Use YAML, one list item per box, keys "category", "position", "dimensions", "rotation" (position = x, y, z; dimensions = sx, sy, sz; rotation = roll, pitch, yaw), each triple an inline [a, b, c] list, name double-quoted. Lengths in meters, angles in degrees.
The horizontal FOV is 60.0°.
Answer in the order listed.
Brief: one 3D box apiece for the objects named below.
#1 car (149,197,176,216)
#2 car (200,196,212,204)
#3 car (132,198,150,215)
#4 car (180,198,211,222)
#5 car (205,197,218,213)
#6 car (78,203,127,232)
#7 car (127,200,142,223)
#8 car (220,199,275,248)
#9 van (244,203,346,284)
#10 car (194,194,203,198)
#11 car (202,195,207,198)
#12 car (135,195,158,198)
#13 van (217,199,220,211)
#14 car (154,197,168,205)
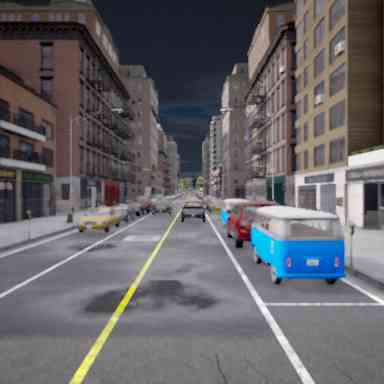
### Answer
- category: "car"
  position: [-2.841, 1.493, 32.757]
  dimensions: [1.837, 1.490, 4.892]
  rotation: [0, 0, 0]
- category: "car"
  position: [2.647, 1.528, 63.325]
  dimensions: [2.008, 1.369, 4.403]
  rotation: [0, 0, 0]
- category: "car"
  position: [-5.393, 1.555, 30.887]
  dimensions: [1.947, 1.339, 4.313]
  rotation: [0, 0, 0]
- category: "car"
  position: [0.099, 1.483, 26.534]
  dimensions: [2.128, 1.511, 4.902]
  rotation: [0, 0, 0]
- category: "car"
  position: [2.669, 1.512, 36.464]
  dimensions: [1.752, 1.417, 4.829]
  rotation: [0, 0, 0]
- category: "car"
  position: [-5.397, 1.519, 19.906]
  dimensions: [1.752, 1.417, 4.829]
  rotation: [0, 0, 0]
- category: "car"
  position: [-5.395, 1.542, 25.481]
  dimensions: [2.008, 1.369, 4.403]
  rotation: [0, 0, 0]
- category: "car"
  position: [2.686, 1.310, 14.669]
  dimensions: [2.192, 1.841, 5.009]
  rotation: [0, 0, 0]
- category: "van"
  position: [2.691, 1.338, 9.262]
  dimensions: [1.690, 1.788, 3.998]
  rotation: [0, 0, 0]
- category: "car"
  position: [0.102, 1.462, 43.473]
  dimensions: [1.882, 1.535, 5.008]
  rotation: [0, 0, 0]
- category: "car"
  position: [2.664, 1.425, 41.700]
  dimensions: [1.967, 1.590, 4.097]
  rotation: [0, 0, 0]
- category: "car"
  position: [-5.391, 1.302, 36.293]
  dimensions: [2.192, 1.841, 5.009]
  rotation: [0, 0, 0]
- category: "van"
  position: [2.682, 1.334, 20.075]
  dimensions: [1.690, 1.788, 3.998]
  rotation: [0, 0, 0]
- category: "car"
  position: [-5.383, 1.531, 57.918]
  dimensions: [2.008, 1.369, 4.403]
  rotation: [0, 0, 0]
